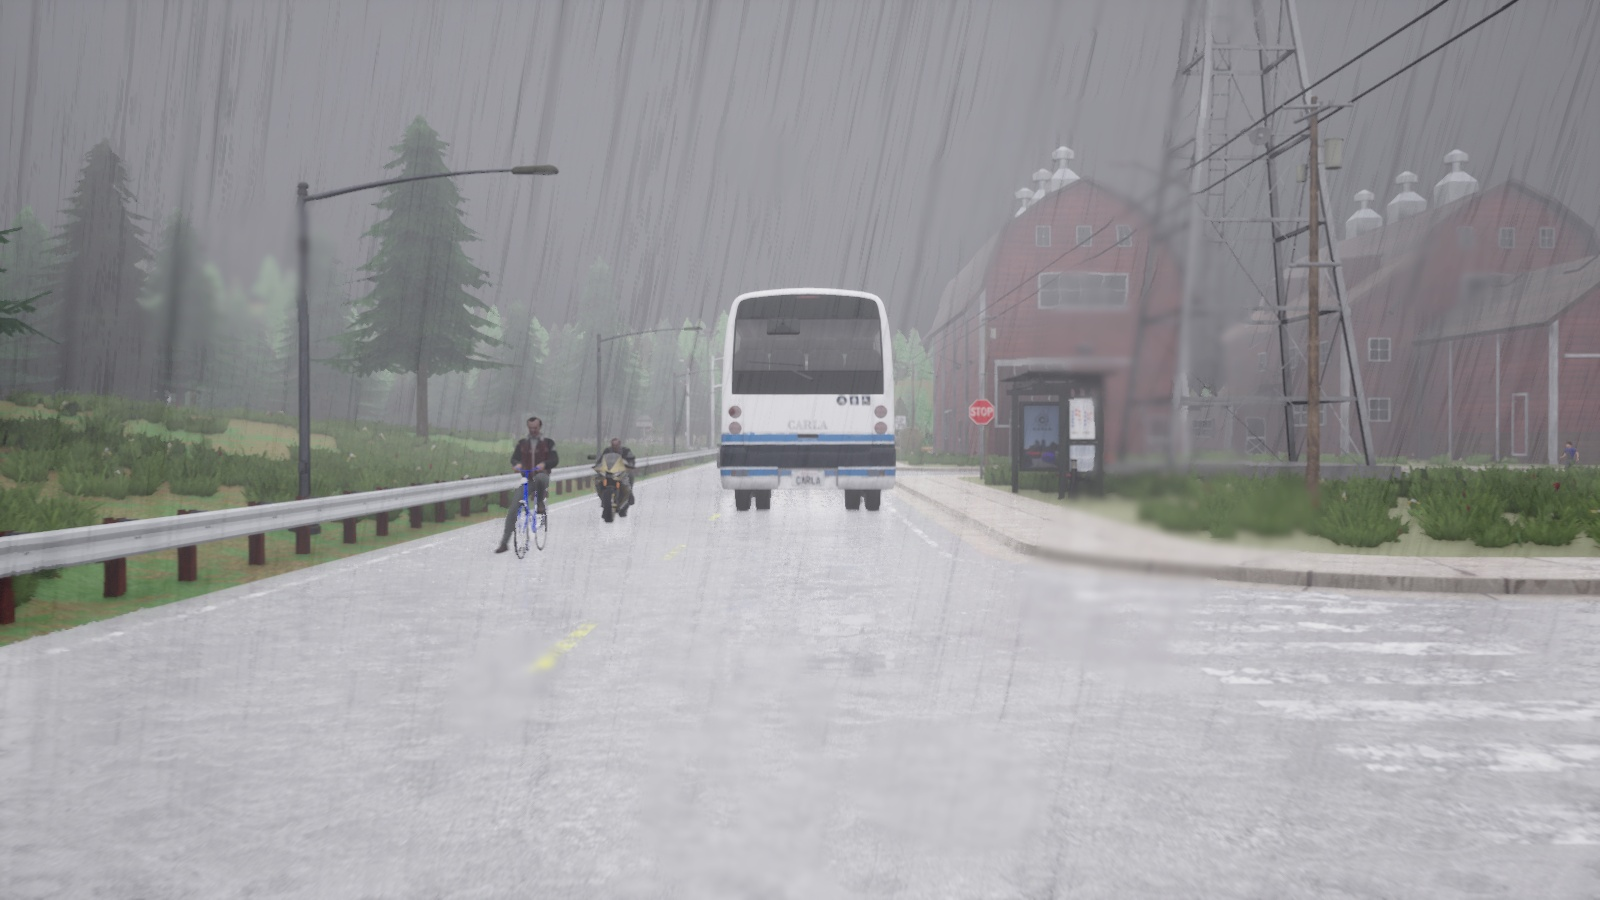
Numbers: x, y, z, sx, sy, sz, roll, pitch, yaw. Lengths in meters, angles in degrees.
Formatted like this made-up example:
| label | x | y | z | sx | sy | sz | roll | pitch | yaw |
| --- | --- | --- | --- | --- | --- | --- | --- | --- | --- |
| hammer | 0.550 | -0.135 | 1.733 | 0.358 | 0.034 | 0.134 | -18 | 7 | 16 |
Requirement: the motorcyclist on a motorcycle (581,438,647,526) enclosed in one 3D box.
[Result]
| label | x | y | z | sx | sy | sz | roll | pitch | yaw |
| --- | --- | --- | --- | --- | --- | --- | --- | --- | --- |
| motorcyclist on a motorcycle | -3.356 | 0.546 | 22.898 | 0.866 | 1.530 | 2.191 | 0 | 1 | 0 |

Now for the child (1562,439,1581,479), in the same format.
| label | x | y | z | sx | sy | sz | roll | pitch | yaw |
| --- | --- | --- | --- | --- | --- | --- | --- | --- | --- |
| child | 24.841 | 0.290 | 40.442 | 0.437 | 1.263 | 0.270 | 0 | 1 | 0 |

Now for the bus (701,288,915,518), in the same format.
| label | x | y | z | sx | sy | sz | roll | pitch | yaw |
| --- | --- | --- | --- | --- | --- | --- | --- | --- | --- |
| bus | 0.176 | -0.919 | 28.379 | 3.944 | 4.253 | 10.273 | 0 | 0 | 0 |

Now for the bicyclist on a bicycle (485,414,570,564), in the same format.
| label | x | y | z | sx | sy | sz | roll | pitch | yaw |
| --- | --- | --- | --- | --- | --- | --- | --- | --- | --- |
| bicyclist on a bicycle | -3.395 | 0.453 | 15.802 | 0.659 | 1.776 | 1.843 | 0 | 0 | 0 |
